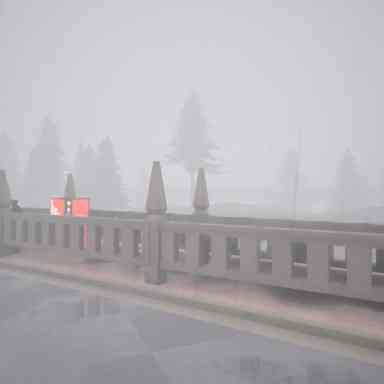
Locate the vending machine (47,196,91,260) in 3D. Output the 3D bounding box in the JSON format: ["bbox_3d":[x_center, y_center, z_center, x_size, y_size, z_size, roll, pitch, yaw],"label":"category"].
[{"bbox_3d":[-4.286,1.191,11.640,0.880,2.100,1.100,1,0,30],"label":"vending machine"}]

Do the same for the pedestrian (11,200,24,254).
[{"bbox_3d":[-5.990,1.138,11.261,0.375,1.860,0.375,1,1,29],"label":"pedestrian"}]
